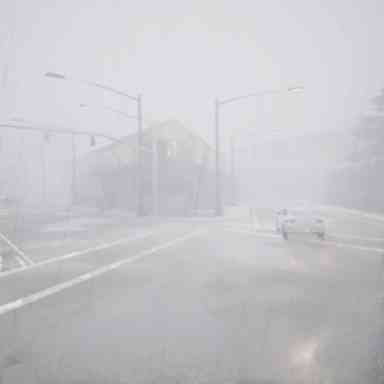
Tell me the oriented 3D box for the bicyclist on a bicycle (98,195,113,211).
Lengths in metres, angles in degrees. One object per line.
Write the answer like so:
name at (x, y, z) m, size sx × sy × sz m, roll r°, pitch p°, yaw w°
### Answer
bicyclist on a bicycle at (-9.264, 1.186, 35.667) m, size 1.656 × 1.620 × 0.582 m, roll -1°, pitch 1°, yaw -35°

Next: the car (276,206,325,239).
car at (5.297, 1.429, 16.601) m, size 1.812 × 1.442 × 4.674 m, roll -1°, pitch 0°, yaw 9°

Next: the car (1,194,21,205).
car at (-28.520, 1.264, 52.731) m, size 1.994 × 1.385 × 4.181 m, roll -1°, pitch 0°, yaw -35°
